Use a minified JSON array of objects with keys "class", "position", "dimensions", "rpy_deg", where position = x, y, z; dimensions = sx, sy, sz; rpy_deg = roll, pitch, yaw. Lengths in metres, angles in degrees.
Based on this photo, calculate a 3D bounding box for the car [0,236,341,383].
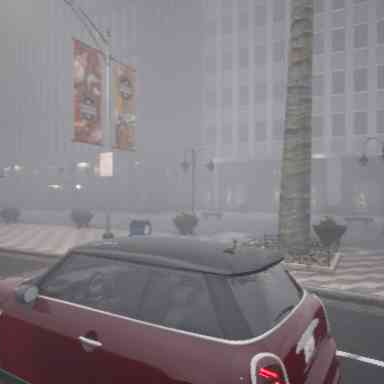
[{"class":"car","position":[-0.785,1.334,3.966],"dimensions":[4.553,1.767,2.097],"rpy_deg":[0,0,33]}]
